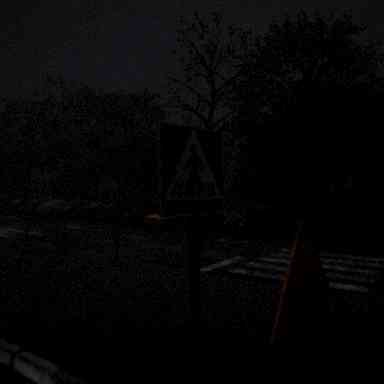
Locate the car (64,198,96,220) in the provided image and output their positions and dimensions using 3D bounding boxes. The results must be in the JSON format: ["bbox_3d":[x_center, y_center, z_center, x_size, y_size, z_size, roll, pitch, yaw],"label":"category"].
[{"bbox_3d":[-7.812,1.515,28.310,2.097,1.535,5.008,1,1,35],"label":"car"}]

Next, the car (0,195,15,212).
[{"bbox_3d":[-16.865,1.387,34.738,2.002,1.452,4.674,1,1,35],"label":"car"}]

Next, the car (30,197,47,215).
[{"bbox_3d":[-12.340,1.471,31.521,2.002,1.452,4.674,1,1,35],"label":"car"}]

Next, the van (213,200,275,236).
[{"bbox_3d":[3.425,1.507,20.167,1.878,1.987,4.442,1,1,35],"label":"van"}]

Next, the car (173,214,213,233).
[{"bbox_3d":[1.247,1.718,21.896,2.163,1.488,4.792,1,1,35],"label":"car"}]

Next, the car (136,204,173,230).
[{"bbox_3d":[-1.141,1.642,23.330,1.946,1.575,5.366,1,1,35],"label":"car"}]

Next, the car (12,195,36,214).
[{"bbox_3d":[-14.603,1.388,33.127,2.097,1.535,5.008,1,1,35],"label":"car"}]

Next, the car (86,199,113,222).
[{"bbox_3d":[-5.558,1.560,26.692,2.231,1.521,4.892,1,1,35],"label":"car"}]

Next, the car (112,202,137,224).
[{"bbox_3d":[-3.277,1.631,25.113,2.163,1.488,4.792,1,1,35],"label":"car"}]

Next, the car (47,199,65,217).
[{"bbox_3d":[-10.057,1.347,29.938,2.185,1.767,4.553,1,1,35],"label":"car"}]

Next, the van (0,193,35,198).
[{"bbox_3d":[-19.054,1.079,36.441,1.878,1.987,4.442,1,1,35],"label":"van"}]
